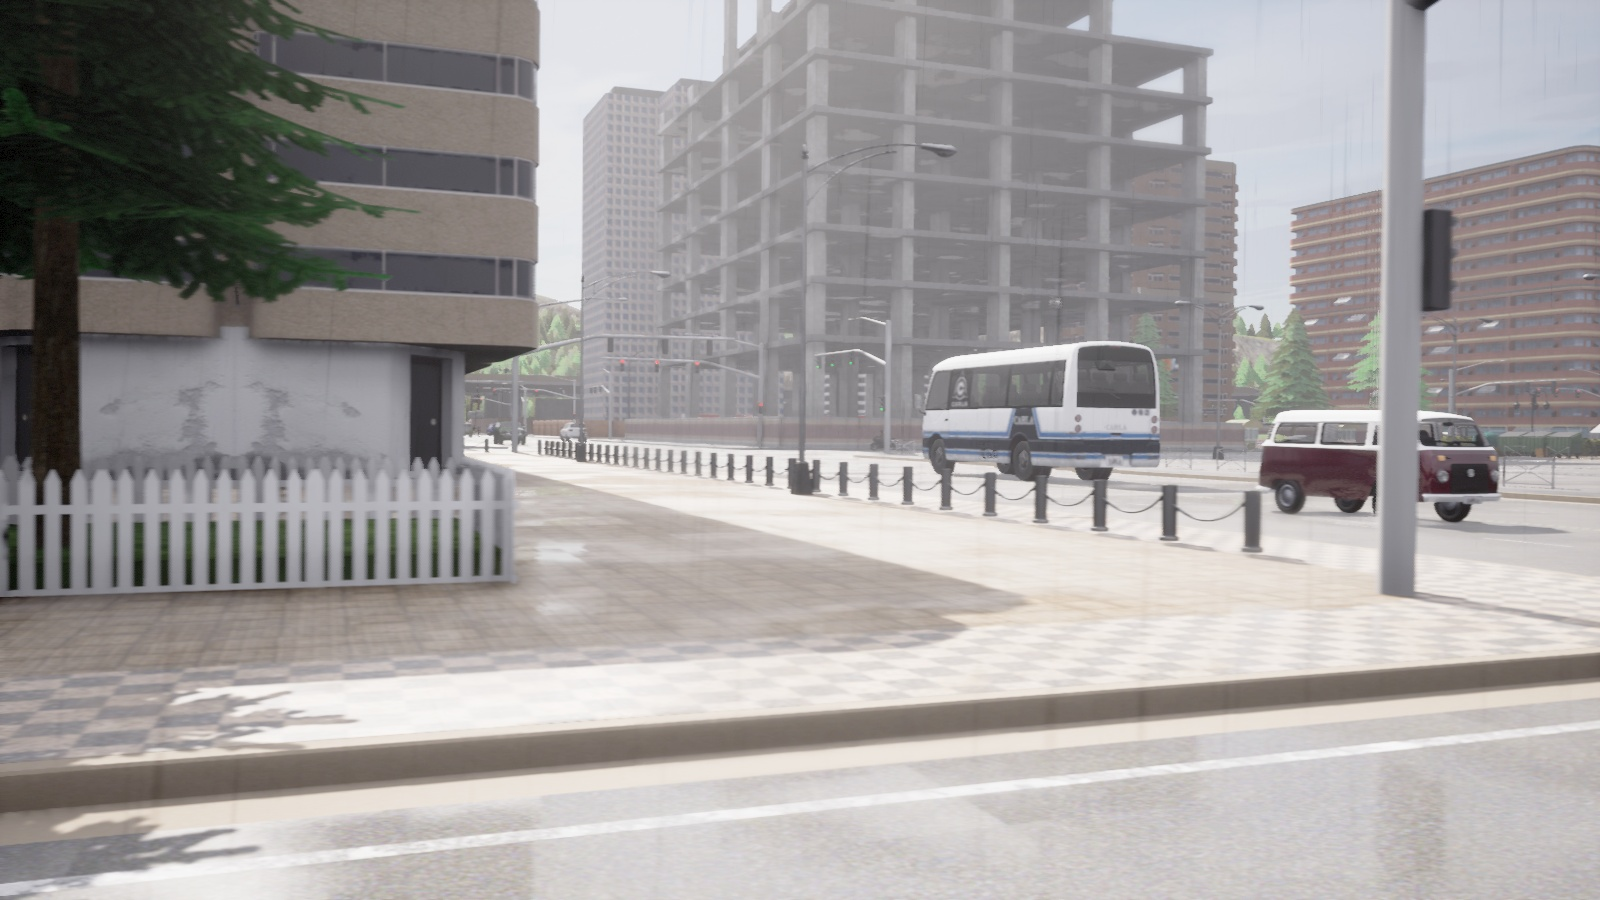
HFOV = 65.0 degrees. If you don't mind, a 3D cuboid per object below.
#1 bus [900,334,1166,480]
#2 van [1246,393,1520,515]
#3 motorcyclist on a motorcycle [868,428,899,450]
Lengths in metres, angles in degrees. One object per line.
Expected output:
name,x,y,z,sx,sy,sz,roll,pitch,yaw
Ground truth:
bus,7.381,-1.342,42.021,3.944,4.253,10.273,-1,1,-21
van,10.725,0.023,23.517,2.069,2.038,4.480,-1,1,-21
motorcyclist on a motorcycle,5.981,-0.806,90.164,2.044,1.523,0.797,-1,1,-21
